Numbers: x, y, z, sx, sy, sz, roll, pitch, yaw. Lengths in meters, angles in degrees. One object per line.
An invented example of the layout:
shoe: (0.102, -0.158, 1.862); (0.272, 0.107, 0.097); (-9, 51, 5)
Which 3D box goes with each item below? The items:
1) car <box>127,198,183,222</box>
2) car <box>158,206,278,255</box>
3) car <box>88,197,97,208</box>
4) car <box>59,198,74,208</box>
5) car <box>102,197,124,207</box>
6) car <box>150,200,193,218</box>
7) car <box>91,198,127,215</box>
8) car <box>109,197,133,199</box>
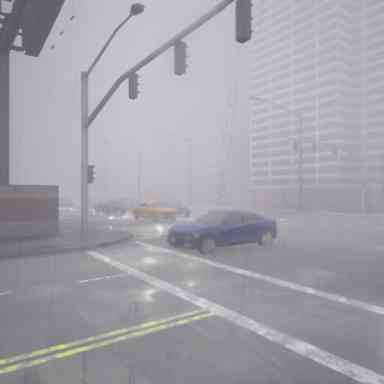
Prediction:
car: (-3.067, 1.476, 26.572); (1.882, 1.535, 5.008); (0, 0, -35)
car: (1.349, 1.476, 13.554); (5.008, 1.535, 1.882); (0, 0, -36)
car: (-14.761, 1.489, 49.268); (2.128, 1.511, 4.902); (0, 0, -35)
car: (-19.101, 1.545, 49.372); (2.033, 1.411, 5.357); (0, 0, -35)
car: (-12.492, 1.522, 52.426); (1.812, 1.442, 4.674); (0, 0, -35)
car: (-2.008, 1.523, 31.146); (1.812, 1.442, 4.674); (0, 0, -35)
car: (-8.447, 1.599, 34.201); (1.895, 1.301, 4.718); (0, 0, -35)
car: (-7.640, 1.349, 39.139); (2.097, 1.767, 4.553); (0, 0, -35)
